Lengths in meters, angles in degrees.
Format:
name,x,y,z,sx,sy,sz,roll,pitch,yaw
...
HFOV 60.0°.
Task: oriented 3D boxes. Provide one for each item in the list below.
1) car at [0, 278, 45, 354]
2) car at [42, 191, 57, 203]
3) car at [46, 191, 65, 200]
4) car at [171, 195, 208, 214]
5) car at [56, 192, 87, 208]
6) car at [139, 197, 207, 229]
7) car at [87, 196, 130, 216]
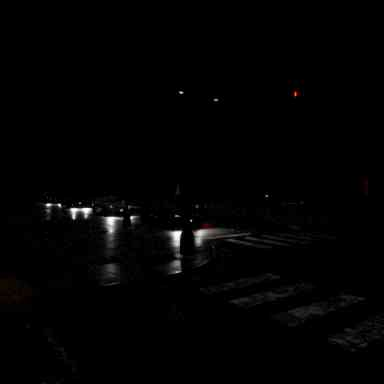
name,x,y,z,sx,sy,sz,roll,pitch,yaw
car,-4.280,1.525,3.608,4.829,1.417,1.752,0,0,-35
car,-18.401,0.682,43.564,1.837,1.490,4.892,0,1,-32
car,-22.441,0.595,54.574,1.895,1.301,4.718,0,1,-36
car,-0.881,0.992,24.422,2.097,1.767,4.553,0,1,-36
car,-12.433,0.921,35.071,1.994,1.385,4.181,0,1,-36
car,-1.464,1.227,19.728,1.812,1.442,4.674,0,1,-37
car,-6.675,1.060,27.020,1.812,1.442,4.674,0,1,-35
